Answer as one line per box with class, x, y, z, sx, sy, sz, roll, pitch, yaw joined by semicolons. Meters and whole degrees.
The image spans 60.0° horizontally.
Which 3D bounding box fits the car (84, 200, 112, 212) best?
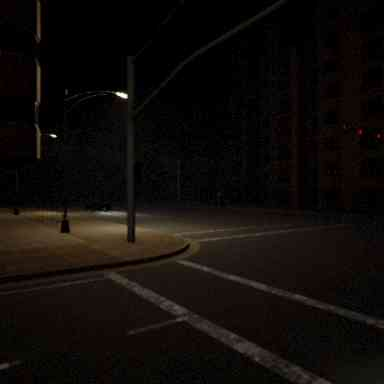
car;-11.179;1.605;39.338;1.895;1.301;4.718;0;0;-36
